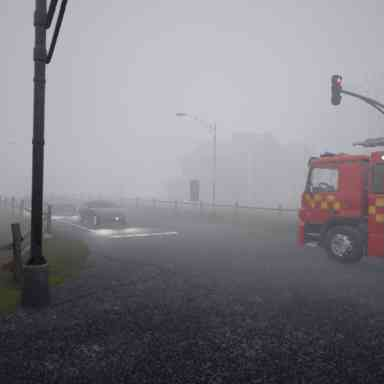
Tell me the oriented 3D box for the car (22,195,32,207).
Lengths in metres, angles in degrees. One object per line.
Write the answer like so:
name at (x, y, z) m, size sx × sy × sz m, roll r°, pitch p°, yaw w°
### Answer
car at (-18.461, 1.022, 38.715) m, size 1.895 × 1.301 × 4.718 m, roll 1°, pitch 0°, yaw -35°

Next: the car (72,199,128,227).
car at (-5.596, 1.218, 20.557) m, size 1.837 × 1.490 × 4.892 m, roll 1°, pitch 0°, yaw -35°

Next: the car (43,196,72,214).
car at (-11.614, 1.054, 29.049) m, size 1.882 × 1.535 × 5.008 m, roll 1°, pitch 0°, yaw -35°

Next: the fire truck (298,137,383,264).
fire truck at (7.180, 0.350, 8.821) m, size 2.891 × 3.827 × 8.468 m, roll 1°, pitch 0°, yaw -35°
